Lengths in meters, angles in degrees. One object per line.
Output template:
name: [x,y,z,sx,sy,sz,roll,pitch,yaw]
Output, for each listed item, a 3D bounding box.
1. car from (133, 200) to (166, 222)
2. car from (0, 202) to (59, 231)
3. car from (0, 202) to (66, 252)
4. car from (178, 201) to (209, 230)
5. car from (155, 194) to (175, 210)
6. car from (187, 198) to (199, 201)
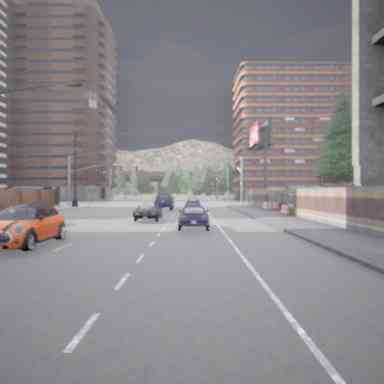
car: [-3.400,1.593,26.429,1.895,1.301,4.718,0,0,0]
car: [-10.500,1.470,21.391,1.882,1.535,5.008,0,0,0]
car: [-7.022,1.347,13.874,2.097,1.767,4.553,0,0,0]
car: [0.100,1.520,20.775,1.812,1.442,4.674,0,0,0]
car: [-3.427,1.210,41.951,2.150,2.045,5.566,0,0,0]
car: [0.096,1.480,40.346,2.128,1.511,4.902,0,0,0]
